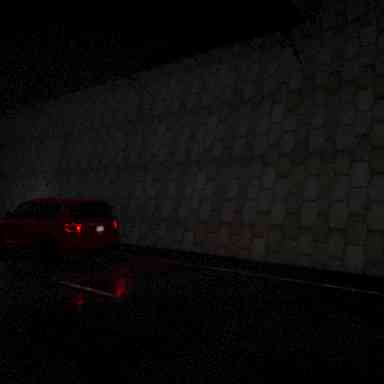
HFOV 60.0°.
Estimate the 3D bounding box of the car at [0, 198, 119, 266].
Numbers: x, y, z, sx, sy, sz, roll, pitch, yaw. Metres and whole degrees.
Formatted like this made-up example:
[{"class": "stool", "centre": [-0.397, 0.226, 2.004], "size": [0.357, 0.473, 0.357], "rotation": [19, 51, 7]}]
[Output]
[{"class": "car", "centre": [-5.028, 1.237, 11.866], "size": [5.566, 2.045, 2.150], "rotation": [0, 0, 36]}]
